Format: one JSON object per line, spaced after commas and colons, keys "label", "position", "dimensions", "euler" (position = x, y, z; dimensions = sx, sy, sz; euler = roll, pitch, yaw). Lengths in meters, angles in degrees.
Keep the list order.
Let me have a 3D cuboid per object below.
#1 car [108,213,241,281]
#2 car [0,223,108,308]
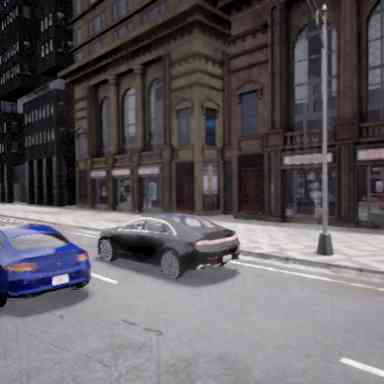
{"label": "car", "position": [-0.908, 1.363, 9.603], "dimensions": [4.902, 1.511, 2.128], "euler": [0, 1, 44]}
{"label": "car", "position": [-4.113, 1.478, 7.841], "dimensions": [4.674, 1.442, 1.812], "euler": [0, 1, 44]}
